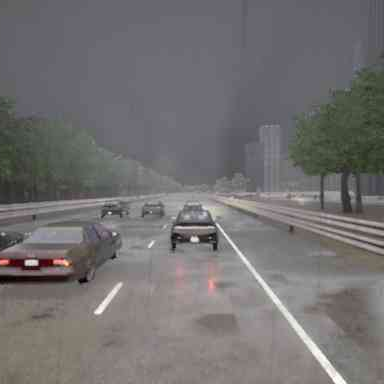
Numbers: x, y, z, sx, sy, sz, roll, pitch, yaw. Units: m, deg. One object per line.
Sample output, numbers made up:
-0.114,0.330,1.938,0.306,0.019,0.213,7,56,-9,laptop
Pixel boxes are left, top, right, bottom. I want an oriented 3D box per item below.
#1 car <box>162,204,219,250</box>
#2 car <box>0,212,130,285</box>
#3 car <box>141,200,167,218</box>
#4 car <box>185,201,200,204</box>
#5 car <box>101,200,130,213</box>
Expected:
0.095,1.496,14.307,2.128,1.511,4.902,0,0,0,car
-3.404,1.551,9.558,2.033,1.411,5.357,0,0,0,car
-3.409,1.499,30.259,2.128,1.511,4.902,0,0,0,car
0.091,1.534,31.293,1.812,1.442,4.674,0,0,0,car
-6.909,1.512,30.406,1.837,1.490,4.892,0,0,0,car
